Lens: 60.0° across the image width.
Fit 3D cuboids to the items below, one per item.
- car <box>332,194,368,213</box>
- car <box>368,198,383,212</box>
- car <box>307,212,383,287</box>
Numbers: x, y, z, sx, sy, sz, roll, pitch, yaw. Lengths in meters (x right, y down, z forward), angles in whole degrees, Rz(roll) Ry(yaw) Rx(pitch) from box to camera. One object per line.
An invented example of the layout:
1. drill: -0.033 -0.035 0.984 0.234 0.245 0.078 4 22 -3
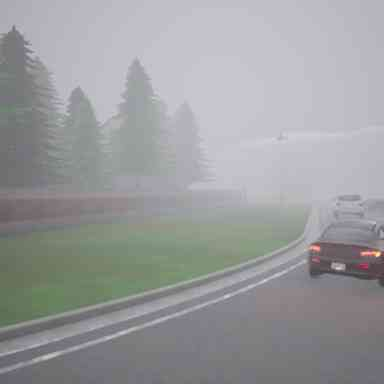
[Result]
1. car: 13.373 1.157 28.608 2.150 2.045 5.566 0 0 21
2. car: 20.157 1.400 36.591 1.837 1.490 4.892 0 1 21
3. car: 4.658 1.504 9.337 1.812 1.442 4.674 0 0 36
